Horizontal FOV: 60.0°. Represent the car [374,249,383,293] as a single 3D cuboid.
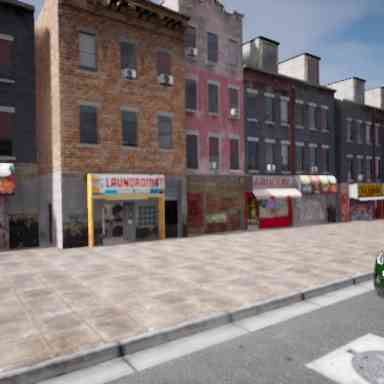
[{"bbox_3d":[6.045,1.342,7.400,4.553,1.767,2.097,0,0,-35],"label":"car"}]
